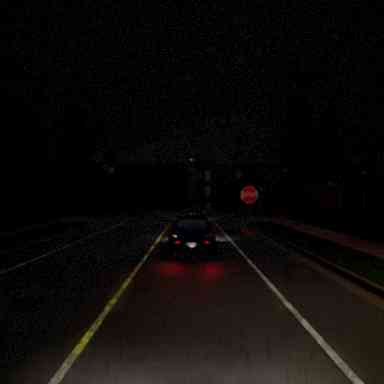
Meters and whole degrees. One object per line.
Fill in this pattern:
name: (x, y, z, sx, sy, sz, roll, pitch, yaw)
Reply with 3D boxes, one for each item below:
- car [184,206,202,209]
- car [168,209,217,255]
car: (0.078, 1.844, 27.505, 2.033, 1.411, 5.357, 0, -1, 3)
car: (0.021, 1.676, 13.873, 1.812, 1.442, 4.674, 0, 0, 1)
